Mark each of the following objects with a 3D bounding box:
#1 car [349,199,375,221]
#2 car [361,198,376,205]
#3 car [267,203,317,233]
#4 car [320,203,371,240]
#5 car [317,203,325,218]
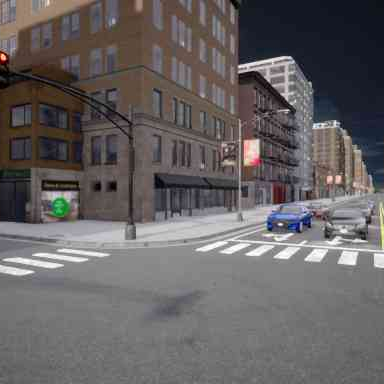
[{"bbox_3d":[12.624,1.521,25.337,1.837,1.490,4.892,0,0,29],"label":"car"},{"bbox_3d":[17.541,1.523,34.059,1.837,1.490,4.892,0,0,30],"label":"car"},{"bbox_3d":[6.033,1.494,20.235,1.882,1.535,5.008,0,0,29],"label":"car"},{"bbox_3d":[8.088,1.539,17.273,1.812,1.442,4.674,0,0,29],"label":"car"},{"bbox_3d":[10.420,1.583,28.050,1.994,1.385,4.181,0,0,29],"label":"car"}]
